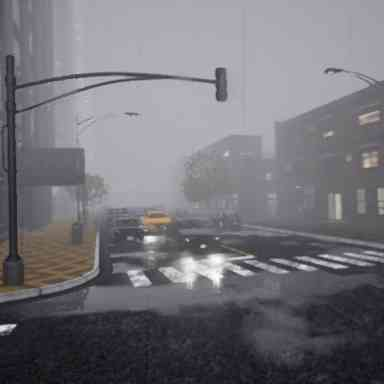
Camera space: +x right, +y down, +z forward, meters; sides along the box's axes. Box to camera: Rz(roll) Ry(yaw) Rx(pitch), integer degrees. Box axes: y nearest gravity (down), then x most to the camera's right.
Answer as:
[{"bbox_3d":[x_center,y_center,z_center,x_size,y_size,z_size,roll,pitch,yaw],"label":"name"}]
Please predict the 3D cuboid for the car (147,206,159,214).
[{"bbox_3d":[-7.755,3.515,65.723,1.752,1.417,4.829,-2,-1,-16],"label":"car"}]

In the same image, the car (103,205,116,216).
[{"bbox_3d":[-15.791,3.467,63.322,2.192,1.841,5.009,-2,-1,-16],"label":"car"}]

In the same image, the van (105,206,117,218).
[{"bbox_3d":[-12.824,3.134,52.663,1.690,1.788,3.998,-2,-1,-16],"label":"van"}]

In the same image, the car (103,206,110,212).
[{"bbox_3d":[-23.152,4.568,89.801,1.752,1.417,4.829,-2,-1,-16],"label":"car"}]

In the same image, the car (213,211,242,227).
[{"bbox_3d":[2.797,2.275,28.290,2.008,1.369,4.403,-2,-1,-16],"label":"car"}]

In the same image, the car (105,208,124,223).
[{"bbox_3d":[-9.670,2.850,41.298,1.967,1.590,4.097,-2,-1,-16],"label":"car"}]

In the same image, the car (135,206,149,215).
[{"bbox_3d":[-9.361,3.412,61.863,1.882,1.535,5.008,-1,-2,-16],"label":"car"}]

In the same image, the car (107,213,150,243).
[{"bbox_3d":[-4.041,2.283,20.647,1.947,1.339,4.313,-2,-1,-16],"label":"car"}]

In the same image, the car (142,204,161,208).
[{"bbox_3d":[-6.600,3.105,51.952,1.837,1.490,4.892,-1,-2,-16],"label":"car"}]

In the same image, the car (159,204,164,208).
[{"bbox_3d":[-6.236,3.120,60.235,2.192,1.841,5.009,-2,-1,-16],"label":"car"}]

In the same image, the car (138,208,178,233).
[{"bbox_3d":[-2.807,2.309,26.387,1.882,1.535,5.008,-1,-2,-15],"label":"car"}]

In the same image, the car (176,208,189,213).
[{"bbox_3d":[-1.568,2.793,43.537,2.008,1.369,4.403,-2,-1,-16],"label":"car"}]

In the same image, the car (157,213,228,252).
[{"bbox_3d":[-0.206,2.063,17.036,2.033,1.411,5.357,-1,-2,-15],"label":"car"}]

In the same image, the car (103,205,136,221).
[{"bbox_3d":[-6.797,2.367,30.618,2.192,1.841,5.009,-2,-1,-16],"label":"car"}]

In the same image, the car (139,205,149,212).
[{"bbox_3d":[-11.909,4.001,81.846,1.882,1.535,5.008,-1,-2,-16],"label":"car"}]

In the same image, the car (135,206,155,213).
[{"bbox_3d":[-5.506,2.651,36.124,2.128,1.511,4.902,-1,-2,-15],"label":"car"}]
